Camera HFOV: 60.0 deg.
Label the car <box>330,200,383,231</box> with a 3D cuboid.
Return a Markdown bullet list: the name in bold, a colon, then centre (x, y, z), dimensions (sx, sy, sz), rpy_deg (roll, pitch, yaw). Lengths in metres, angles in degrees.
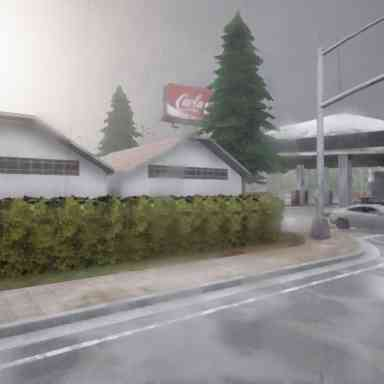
- **car**: centre (9.513, 1.369, 17.204), dimensions (1.812, 1.442, 4.674), rpy_deg (0, 2, -36)

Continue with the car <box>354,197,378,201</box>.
- **car**: centre (20.891, 1.472, 39.418), dimensions (4.611, 1.667, 2.242), rpy_deg (0, 0, -36)

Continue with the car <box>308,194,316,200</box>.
- **car**: centre (31.899, 1.314, 88.925), dimensions (2.152, 1.636, 5.027), rpy_deg (0, 0, -36)
